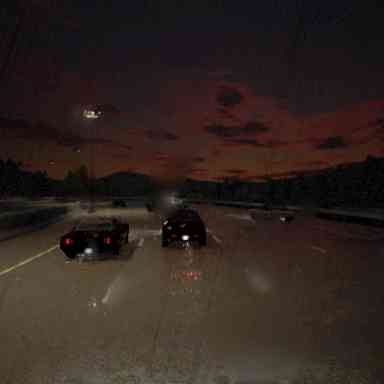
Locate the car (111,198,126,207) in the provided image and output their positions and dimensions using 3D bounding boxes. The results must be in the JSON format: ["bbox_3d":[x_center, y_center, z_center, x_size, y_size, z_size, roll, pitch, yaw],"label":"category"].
[{"bbox_3d":[-11.926,1.690,53.839,1.812,1.442,4.674,0,0,-20],"label":"car"}]

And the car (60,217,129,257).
[{"bbox_3d":[-3.594,1.649,13.179,1.895,1.301,4.718,-1,0,-5],"label":"car"}]

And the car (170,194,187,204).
[{"bbox_3d":[-2.254,1.277,46.695,2.150,2.045,5.566,0,0,-17],"label":"car"}]

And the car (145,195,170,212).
[{"bbox_3d":[-4.314,1.424,39.433,2.097,1.767,4.553,-1,0,-14],"label":"car"}]

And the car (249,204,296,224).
[{"bbox_3d":[5.782,1.554,24.591,1.895,1.301,4.718,-1,0,-9],"label":"car"}]

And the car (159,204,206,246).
[{"bbox_3d":[-0.483,1.521,15.374,1.837,1.490,4.892,0,0,-5],"label":"car"}]
